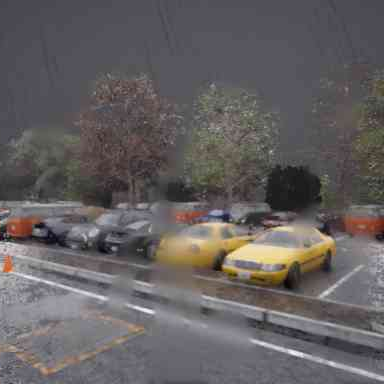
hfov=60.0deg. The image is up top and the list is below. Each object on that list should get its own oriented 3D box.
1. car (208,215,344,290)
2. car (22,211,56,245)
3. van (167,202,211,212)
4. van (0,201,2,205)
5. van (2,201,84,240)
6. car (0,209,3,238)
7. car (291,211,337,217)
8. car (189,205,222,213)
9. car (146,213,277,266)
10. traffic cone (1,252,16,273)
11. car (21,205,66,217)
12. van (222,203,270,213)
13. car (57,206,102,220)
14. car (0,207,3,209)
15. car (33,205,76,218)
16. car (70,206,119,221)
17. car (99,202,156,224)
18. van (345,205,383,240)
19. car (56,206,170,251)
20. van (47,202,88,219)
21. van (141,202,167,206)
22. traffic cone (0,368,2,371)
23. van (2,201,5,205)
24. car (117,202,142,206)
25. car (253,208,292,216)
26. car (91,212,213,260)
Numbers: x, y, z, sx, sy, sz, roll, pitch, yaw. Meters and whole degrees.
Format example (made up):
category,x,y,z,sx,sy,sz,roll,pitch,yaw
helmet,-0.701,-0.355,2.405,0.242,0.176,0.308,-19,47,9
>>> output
category,x,y,z,sx,sy,sz,roll,pitch,yaw
car,2.900,1.745,10.281,1.946,1.575,5.366,0,-1,37
car,-5.684,1.884,17.117,2.163,1.488,4.792,-1,-2,37
van,0.169,1.934,29.220,1.878,1.987,4.442,-1,-2,37
van,-26.234,2.360,49.414,1.878,1.987,4.442,-1,-2,37
van,-7.836,1.666,18.880,1.878,1.987,4.442,-1,-2,37
car,-10.130,1.954,20.444,2.163,1.488,4.792,-1,-2,37
car,8.809,2.068,22.494,2.163,1.488,4.792,0,-1,37
car,2.300,2.122,27.444,2.097,1.535,5.008,-1,-2,37
car,1.019,1.769,12.187,1.946,1.575,5.366,0,-1,37
traffic cone,-5.705,2.172,10.344,0.340,0.580,0.340,-1,-2,38
car,-19.708,2.476,44.264,2.097,1.535,5.008,-1,-2,37
van,4.445,1.861,25.667,1.878,1.987,4.442,-1,-2,37
car,-13.202,2.412,39.296,2.002,1.452,4.674,-1,-2,37
car,-12.335,1.990,22.130,2.163,1.488,4.792,-1,-2,37
car,-17.505,2.481,42.582,2.002,1.452,4.674,-1,-2,37
car,-10.907,2.334,37.532,2.097,1.535,5.008,-1,-2,37
car,-6.519,2.012,34.154,2.435,2.045,5.566,-1,-2,37
van,11.066,1.797,20.886,1.878,1.987,4.442,0,-1,37
car,-3.480,1.696,15.438,2.185,1.767,4.553,-1,-2,37
van,-15.333,2.184,41.076,1.878,1.987,4.442,-1,-2,37
van,-2.173,1.965,30.718,1.878,1.987,4.442,-1,-2,37
traffic cone,-2.724,2.047,4.340,0.340,0.580,0.340,-1,-2,37
van,-24.133,2.326,47.808,1.878,1.987,4.442,-1,-2,37
car,-4.319,1.977,32.471,2.435,2.045,5.566,-1,-2,37
car,6.713,2.090,24.098,2.163,1.488,4.792,-1,-2,37
car,-1.296,1.793,13.717,2.231,1.521,4.892,0,-1,37
